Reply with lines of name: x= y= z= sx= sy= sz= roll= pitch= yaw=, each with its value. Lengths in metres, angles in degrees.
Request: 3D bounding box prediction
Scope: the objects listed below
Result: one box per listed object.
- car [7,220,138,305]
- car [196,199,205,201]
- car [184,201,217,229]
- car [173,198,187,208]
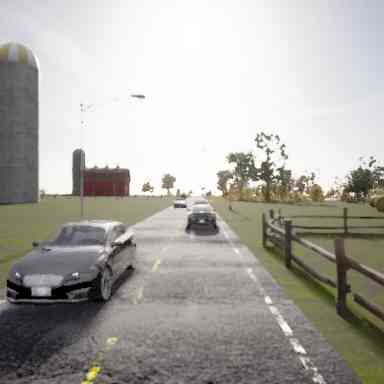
car: x=-2.618 y=1.505 z=8.348 sx=2.128 sy=1.511 sz=4.902 roll=0 pitch=0 yaw=1
car: x=1.101 y=1.606 z=42.742 sx=1.994 sy=1.385 sz=4.181 roll=0 pitch=0 yaw=1
car: x=0.637 y=1.542 z=21.902 sx=1.812 sy=1.442 sz=4.674 roll=0 pitch=0 yaw=1
car: x=-1.683 y=1.607 z=49.304 sx=2.033 sy=1.411 sz=5.357 roll=0 pitch=0 yaw=2
